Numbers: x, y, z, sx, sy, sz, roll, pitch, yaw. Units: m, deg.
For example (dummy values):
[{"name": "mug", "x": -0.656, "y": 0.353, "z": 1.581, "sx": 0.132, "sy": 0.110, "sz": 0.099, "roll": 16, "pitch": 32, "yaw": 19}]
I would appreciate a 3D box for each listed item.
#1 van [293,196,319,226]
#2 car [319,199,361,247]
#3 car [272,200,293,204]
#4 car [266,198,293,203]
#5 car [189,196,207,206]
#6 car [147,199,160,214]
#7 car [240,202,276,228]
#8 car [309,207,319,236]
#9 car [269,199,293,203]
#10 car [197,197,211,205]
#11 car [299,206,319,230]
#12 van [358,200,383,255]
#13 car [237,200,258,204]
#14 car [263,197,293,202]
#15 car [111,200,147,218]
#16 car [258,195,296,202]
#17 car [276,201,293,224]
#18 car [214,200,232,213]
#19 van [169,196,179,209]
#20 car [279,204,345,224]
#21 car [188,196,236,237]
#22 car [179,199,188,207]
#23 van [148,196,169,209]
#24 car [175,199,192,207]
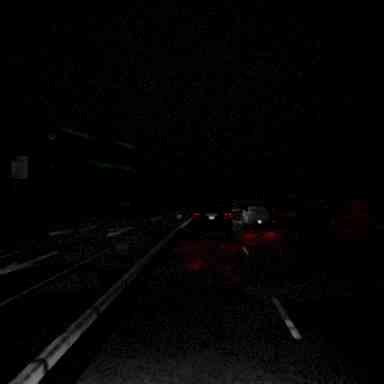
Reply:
[{"name": "van", "x": 9.188, "y": 1.451, "z": 21.580, "sx": 4.442, "sy": 1.987, "sz": 1.878, "roll": 0, "pitch": 0, "yaw": 5}, {"name": "car", "x": 8.500, "y": 1.378, "z": 13.556, "sx": 5.566, "sy": 2.045, "sz": 2.435, "roll": 0, "pitch": 0, "yaw": 4}, {"name": "car", "x": 9.902, "y": 1.736, "z": 29.740, "sx": 4.792, "sy": 1.488, "sz": 2.163, "roll": 0, "pitch": 0, "yaw": 7}, {"name": "car", "x": 10.636, "y": 1.718, "z": 35.152, "sx": 4.892, "sy": 1.521, "sz": 2.231, "roll": 0, "pitch": 0, "yaw": 9}, {"name": "car", "x": 1.271, "y": 1.852, "z": 70.904, "sx": 2.435, "sy": 2.045, "sz": 5.566, "roll": 0, "pitch": -2, "yaw": 16}, {"name": "car", "x": -5.643, "y": 1.753, "z": 38.388, "sx": 2.163, "sy": 1.488, "sz": 4.792, "roll": 0, "pitch": 0, "yaw": 9}, {"name": "car", "x": 4.644, "y": 1.726, "z": 24.064, "sx": 1.812, "sy": 1.442, "sz": 4.674, "roll": 0, "pitch": 0, "yaw": 5}, {"name": "car", "x": 8.615, "y": 1.676, "z": 16.279, "sx": 4.792, "sy": 1.488, "sz": 2.163, "roll": 0, "pitch": 0, "yaw": 4}, {"name": "car", "x": 10.301, "y": 1.742, "z": 32.440, "sx": 4.792, "sy": 1.488, "sz": 2.163, "roll": 0, "pitch": 0, "yaw": 8}, {"name": "car", "x": 2.832, "y": 2.119, "z": 76.288, "sx": 2.185, "sy": 1.767, "sz": 4.553, "roll": 0, "pitch": -2, "yaw": 17}, {"name": "car", "x": 8.838, "y": 1.702, "z": 18.886, "sx": 4.674, "sy": 1.452, "sz": 2.002, "roll": 0, "pitch": 0, "yaw": 5}, {"name": "van", "x": 8.197, "y": 1.380, "z": 10.824, "sx": 4.442, "sy": 1.987, "sz": 1.878, "roll": 0, "pitch": 0, "yaw": 3}, {"name": "car", "x": 7.076, "y": 1.750, "z": 42.327, "sx": 1.837, "sy": 1.490, "sz": 4.892, "roll": 0, "pitch": -1, "yaw": 9}, {"name": "car", "x": 11.457, "y": 1.750, "z": 40.680, "sx": 4.792, "sy": 1.488, "sz": 2.163, "roll": 0, "pitch": 0, "yaw": 10}, {"name": "car", "x": -6.401, "y": 1.707, "z": 32.948, "sx": 2.097, "sy": 1.535, "sz": 5.008, "roll": 0, "pitch": 0, "yaw": 8}, {"name": "car", "x": 12.405, "y": 1.489, "z": 46.064, "sx": 5.566, "sy": 2.045, "sz": 2.435, "roll": 0, "pitch": 0, "yaw": 11}, {"name": "car", "x": 9.145, "y": 1.685, "z": 24.329, "sx": 5.366, "sy": 1.575, "sz": 1.946, "roll": 0, "pitch": 0, "yaw": 6}, {"name": "car", "x": 3.911, "y": 1.751, "z": 41.613, "sx": 1.837, "sy": 1.490, "sz": 4.892, "roll": 0, "pitch": 0, "yaw": 9}, {"name": "van", "x": -3.786, "y": 1.541, "z": 49.230, "sx": 1.878, "sy": 1.987, "sz": 4.442, "roll": 0, "pitch": -1, "yaw": 12}, {"name": "car", "x": 9.619, "y": 1.738, "z": 27.023, "sx": 4.674, "sy": 1.452, "sz": 2.002, "roll": 0, "pitch": 0, "yaw": 7}, {"name": "car", "x": 1.188, "y": 1.390, "z": 19.226, "sx": 2.150, "sy": 2.045, "sz": 5.566, "roll": 0, "pitch": 0, "yaw": 4}, {"name": "car", "x": -2.637, "y": 1.859, "z": 54.781, "sx": 2.002, "sy": 1.452, "sz": 4.674, "roll": 0, "pitch": -1, "yaw": 12}, {"name": "van", "x": -4.770, "y": 1.512, "z": 43.779, "sx": 1.878, "sy": 1.987, "sz": 4.442, "roll": 0, "pitch": 0, "yaw": 10}, {"name": "car", "x": -1.434, "y": 1.932, "z": 60.191, "sx": 2.002, "sy": 1.452, "sz": 4.674, "roll": 0, "pitch": -1, "yaw": 13}]
